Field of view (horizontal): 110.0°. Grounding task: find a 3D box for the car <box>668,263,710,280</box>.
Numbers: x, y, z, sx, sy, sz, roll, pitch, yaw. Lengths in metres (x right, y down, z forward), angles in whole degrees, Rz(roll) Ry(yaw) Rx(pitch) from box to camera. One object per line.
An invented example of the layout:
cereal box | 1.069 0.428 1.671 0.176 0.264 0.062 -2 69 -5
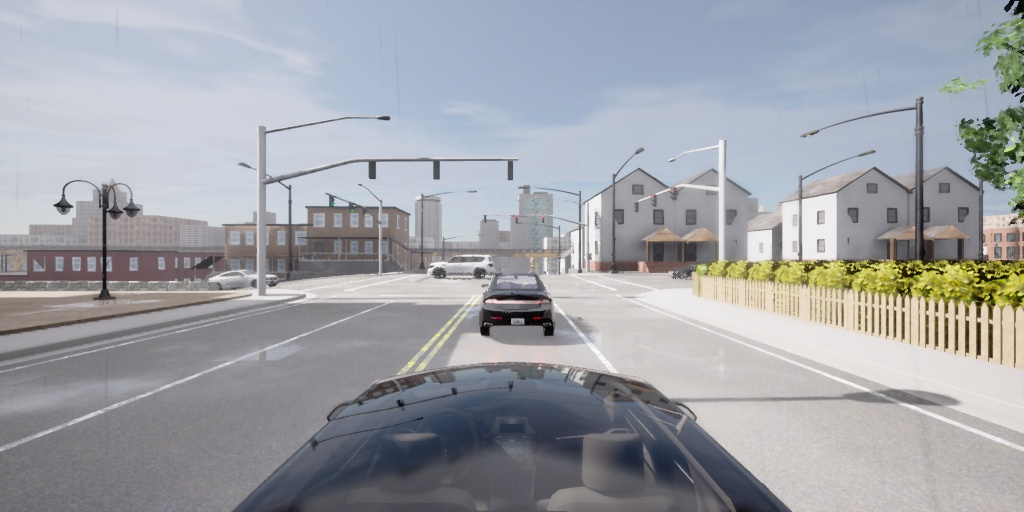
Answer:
car | 15.722 1.275 30.421 4.674 1.442 1.812 0 0 -1

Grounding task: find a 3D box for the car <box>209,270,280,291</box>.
car | -19.659 1.742 26.266 4.674 1.442 1.812 -4 0 1

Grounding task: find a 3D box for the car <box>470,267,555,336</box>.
car | 0.118 1.242 10.394 2.128 1.511 4.902 0 0 0

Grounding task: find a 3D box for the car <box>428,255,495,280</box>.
car | -4.175 0.906 30.171 5.566 2.045 2.150 0 0 -1
